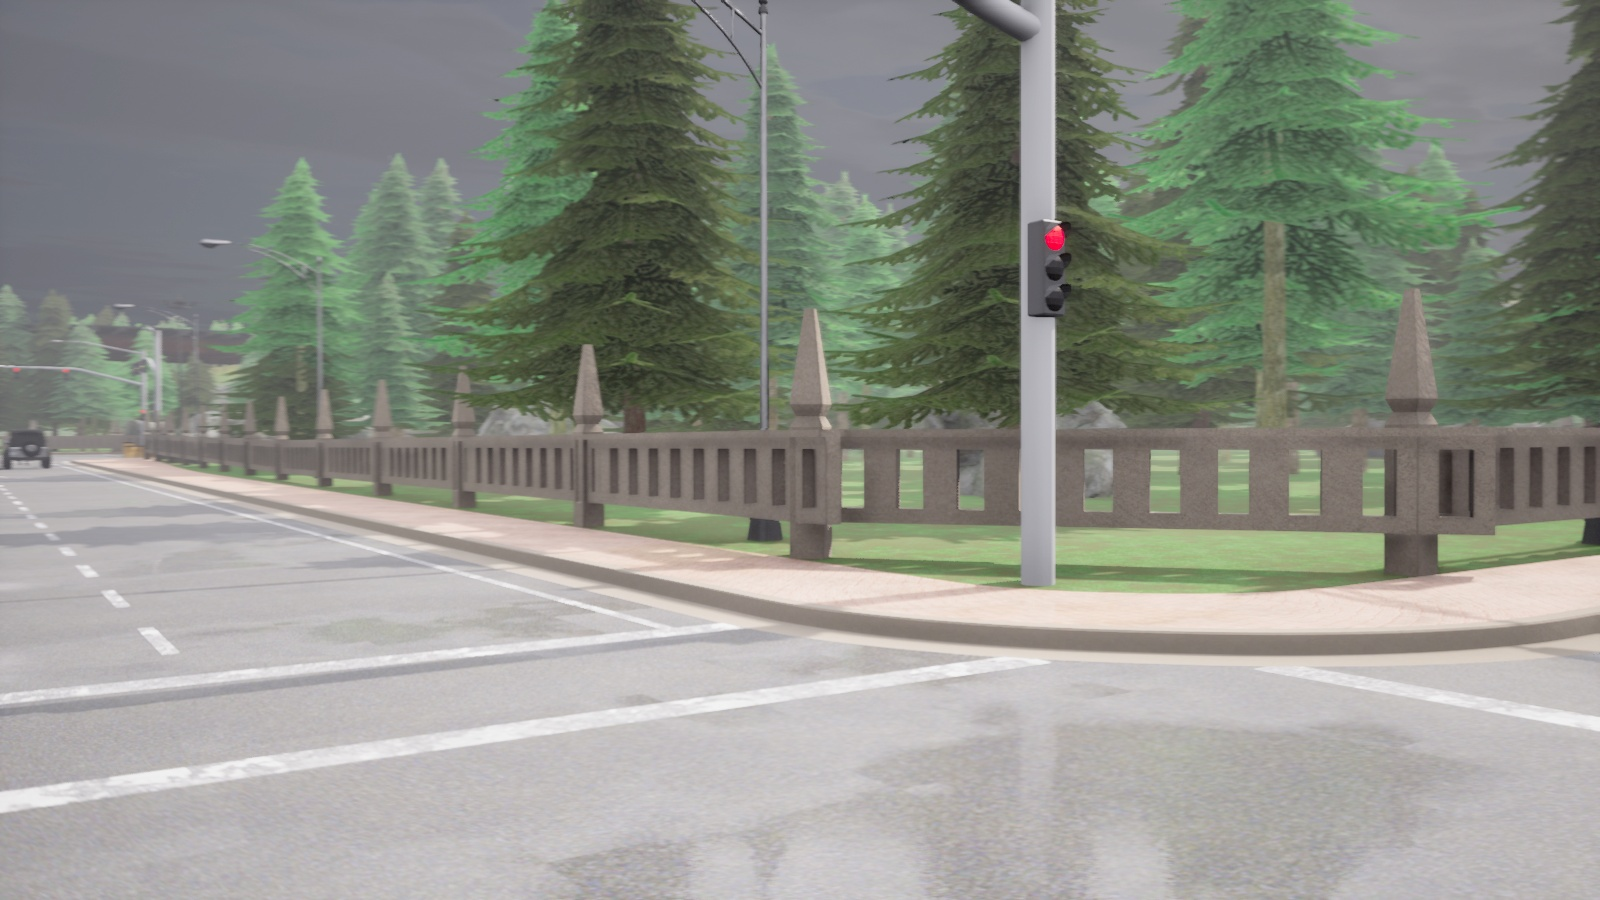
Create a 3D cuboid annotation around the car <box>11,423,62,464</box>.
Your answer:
[{"bbox_3d":[-36.913,-0.330,60.679,1.905,1.878,3.866,0,1,-34],"label":"car"}]
